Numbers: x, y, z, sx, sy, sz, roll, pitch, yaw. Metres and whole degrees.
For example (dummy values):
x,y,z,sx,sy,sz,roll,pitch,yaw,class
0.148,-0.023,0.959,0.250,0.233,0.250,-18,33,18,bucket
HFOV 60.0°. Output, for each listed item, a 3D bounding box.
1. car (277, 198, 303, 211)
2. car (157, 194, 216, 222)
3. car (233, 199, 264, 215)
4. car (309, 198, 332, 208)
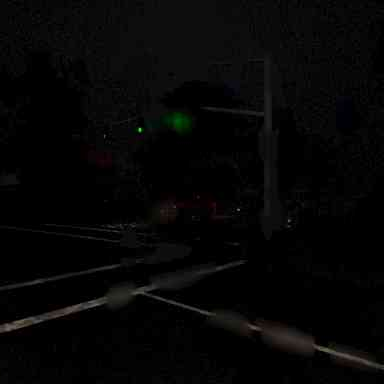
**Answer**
x,y,z,sx,sy,sz,roll,pitch,yaw,class
12.284,1.526,41.512,1.812,1.442,4.674,0,0,41,car
-0.332,1.221,27.013,2.150,2.045,5.566,0,0,41,car
6.182,1.491,34.495,2.128,1.511,4.902,0,0,41,car
18.920,1.600,49.116,1.895,1.301,4.718,0,0,41,car
